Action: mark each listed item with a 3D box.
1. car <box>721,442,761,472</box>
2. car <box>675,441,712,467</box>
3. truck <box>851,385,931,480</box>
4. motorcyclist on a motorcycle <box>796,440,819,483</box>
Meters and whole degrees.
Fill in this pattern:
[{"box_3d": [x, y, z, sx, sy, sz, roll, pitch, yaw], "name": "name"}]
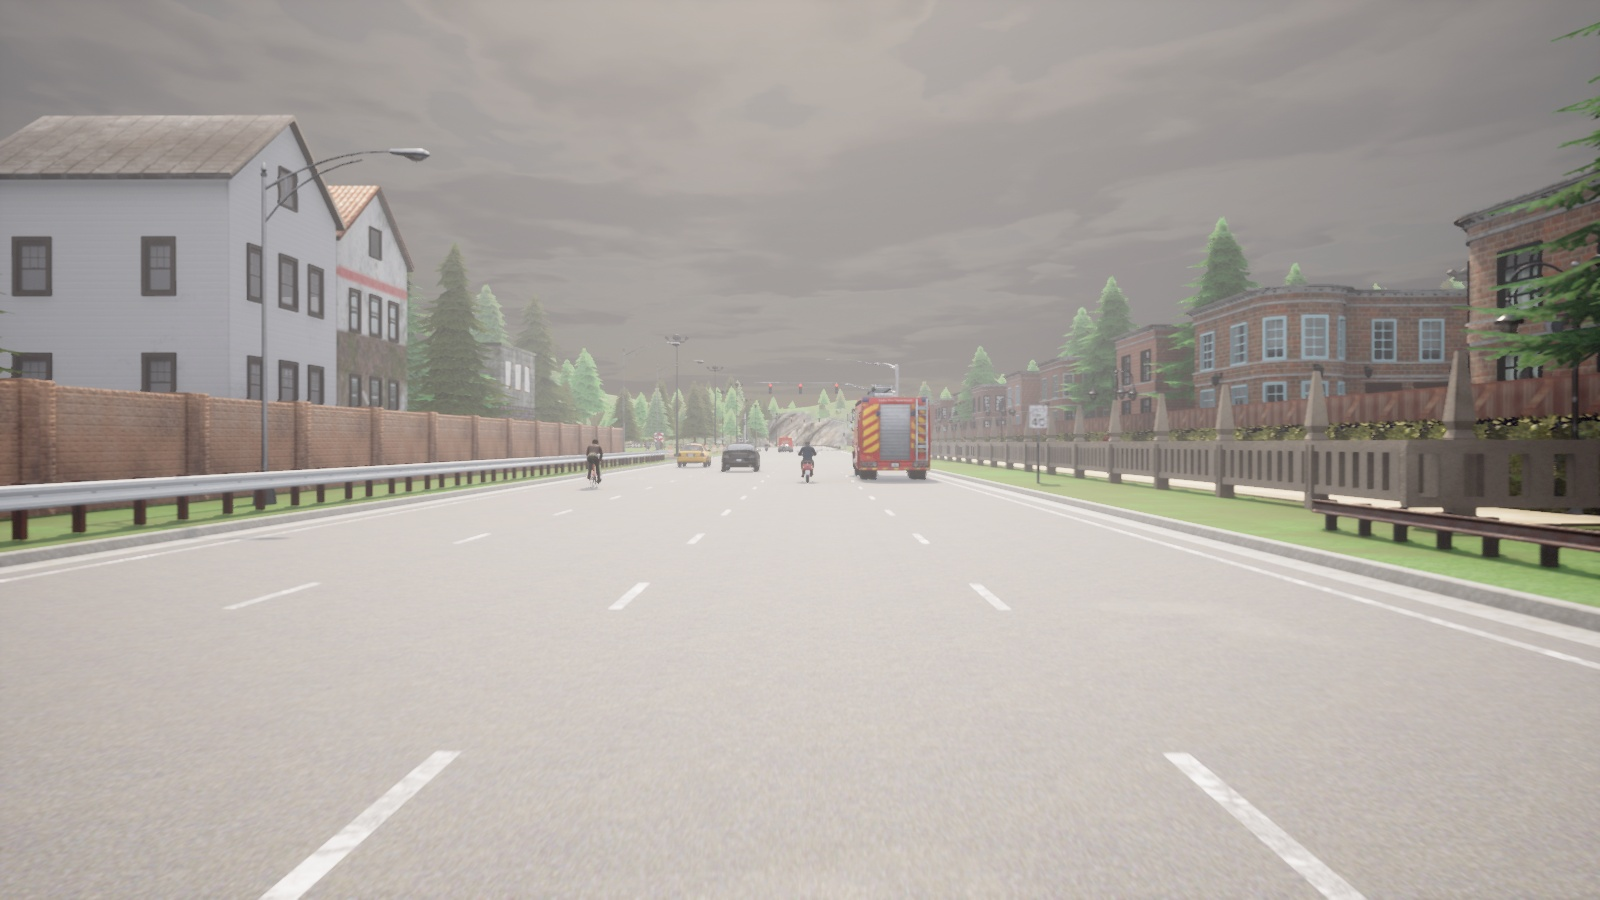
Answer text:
[{"box_3d": [-3.105, 0.346, 66.649, 1.882, 1.535, 5.008, 0, 0, 0], "name": "car"}, {"box_3d": [-6.542, 0.242, 77.817, 1.801, 1.575, 5.366, 0, 0, 0], "name": "car"}, {"box_3d": [3.827, -0.723, 54.586, 2.891, 3.827, 8.468, 0, 0, 0], "name": "truck"}, {"box_3d": [0.289, 0.429, 48.122, 0.866, 1.590, 1.817, 0, 0, 0], "name": "motorcyclist on a motorcycle"}]
